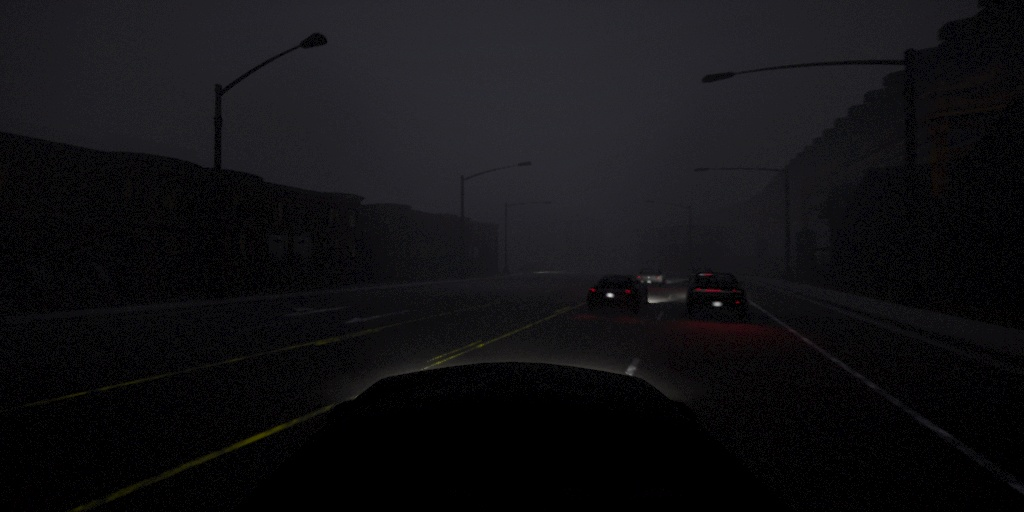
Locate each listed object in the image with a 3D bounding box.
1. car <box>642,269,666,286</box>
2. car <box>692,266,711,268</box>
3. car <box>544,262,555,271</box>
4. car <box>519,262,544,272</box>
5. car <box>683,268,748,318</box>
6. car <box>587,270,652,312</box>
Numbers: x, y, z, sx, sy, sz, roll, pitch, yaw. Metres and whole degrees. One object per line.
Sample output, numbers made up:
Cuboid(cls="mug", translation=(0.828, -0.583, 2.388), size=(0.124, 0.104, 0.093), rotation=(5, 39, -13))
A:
Cuboid(cls="car", translation=(11.166, 1.656, 28.644), size=(1.895, 1.301, 4.718), rotation=(0, -1, 26))
Cuboid(cls="car", translation=(14.416, 1.529, 27.321), size=(2.128, 1.511, 4.902), rotation=(0, -1, 26))
Cuboid(cls="car", translation=(5.673, 1.828, 63.935), size=(2.097, 1.767, 4.553), rotation=(0, -1, -36))
Cuboid(cls="car", translation=(2.978, 2.017, 61.621), size=(1.994, 1.385, 4.181), rotation=(0, -1, -34))
Cuboid(cls="car", translation=(7.778, 1.378, 13.870), size=(2.128, 1.511, 4.902), rotation=(0, -1, 27))
Cuboid(cls="car", translation=(4.595, 1.470, 15.324), size=(1.994, 1.385, 4.181), rotation=(0, -1, 27))
